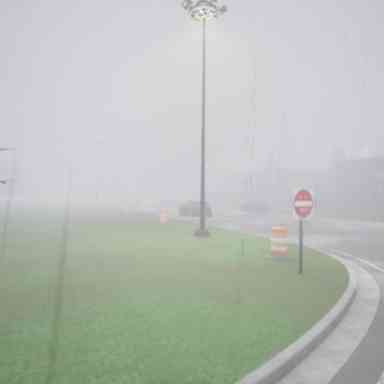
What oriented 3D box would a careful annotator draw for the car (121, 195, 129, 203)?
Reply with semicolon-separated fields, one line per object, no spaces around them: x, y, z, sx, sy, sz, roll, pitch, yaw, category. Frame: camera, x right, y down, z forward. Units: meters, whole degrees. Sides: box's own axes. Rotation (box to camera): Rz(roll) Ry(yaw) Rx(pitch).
-15.491;1.703;79.960;2.150;2.045;5.566;1;0;-22;car

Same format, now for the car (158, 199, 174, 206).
-5.024;1.972;63.742;1.812;1.442;4.674;1;0;-22;car

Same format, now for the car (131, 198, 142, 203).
-14.612;2.135;86.999;1.895;1.301;4.718;1;0;-22;car

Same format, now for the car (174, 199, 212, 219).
0.229;1.607;32.902;2.097;1.767;4.553;1;0;-22;car

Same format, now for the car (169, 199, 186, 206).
-2.959;2.100;68.173;1.895;1.301;4.718;1;-1;-22;car

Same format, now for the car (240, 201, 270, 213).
7.839;1.886;41.985;2.128;1.511;4.902;1;0;-22;car

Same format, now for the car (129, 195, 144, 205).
-11.540;1.917;70.368;1.882;1.535;5.008;1;0;-22;car

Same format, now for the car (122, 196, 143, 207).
-10.687;1.887;59.375;1.812;1.442;4.674;1;0;-22;car
